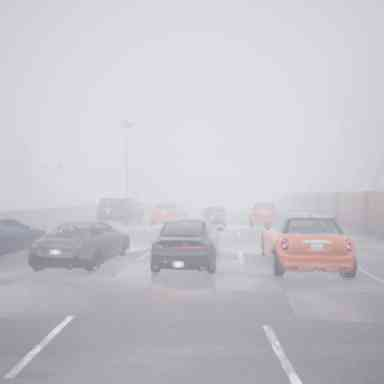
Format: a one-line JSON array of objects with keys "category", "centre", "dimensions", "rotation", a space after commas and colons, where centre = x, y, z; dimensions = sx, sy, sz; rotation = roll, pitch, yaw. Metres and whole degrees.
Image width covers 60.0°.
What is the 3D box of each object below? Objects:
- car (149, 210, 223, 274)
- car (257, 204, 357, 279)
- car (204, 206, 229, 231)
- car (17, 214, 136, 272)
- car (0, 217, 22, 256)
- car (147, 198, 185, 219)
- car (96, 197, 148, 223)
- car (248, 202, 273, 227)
[{"category": "car", "centre": [-0.072, 1.591, 10.902], "dimensions": [1.837, 1.490, 4.892], "rotation": [0, 0, 7]}, {"category": "car", "centre": [3.414, 1.433, 10.559], "dimensions": [2.097, 1.767, 4.553], "rotation": [0, -1, 7]}, {"category": "car", "centre": [1.636, 1.733, 24.174], "dimensions": [2.033, 1.411, 5.357], "rotation": [0, 0, 8]}, {"category": "car", "centre": [-3.558, 1.651, 11.194], "dimensions": [1.994, 1.385, 4.181], "rotation": [0, 0, 7]}, {"category": "car", "centre": [-7.001, 1.616, 11.853], "dimensions": [1.812, 1.442, 4.674], "rotation": [0, 0, 7]}, {"category": "car", "centre": [-1.708, 1.547, 25.515], "dimensions": [2.097, 1.767, 4.553], "rotation": [0, -1, 8]}, {"category": "car", "centre": [-5.299, 1.417, 25.128], "dimensions": [2.150, 2.045, 5.566], "rotation": [0, 0, 8]}, {"category": "car", "centre": [5.231, 1.540, 24.590], "dimensions": [2.097, 1.767, 4.553], "rotation": [0, -1, 8]}]
